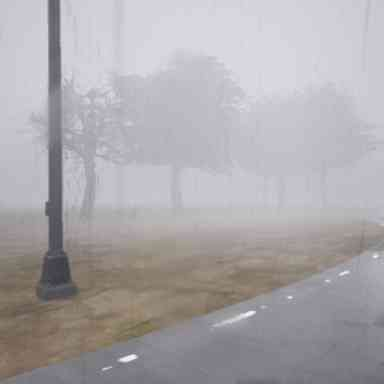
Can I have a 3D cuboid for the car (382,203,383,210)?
[{"bbox_3d":[35.224,2.370,59.022,1.837,1.490,4.892,0,-1,41],"label":"car"}]
